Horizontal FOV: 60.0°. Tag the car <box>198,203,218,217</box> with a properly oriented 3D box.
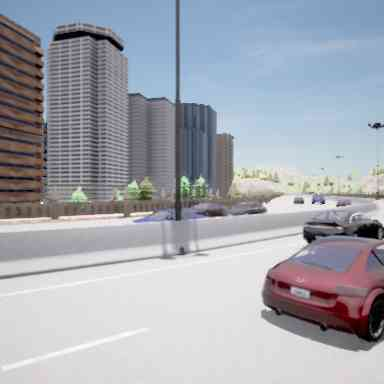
[{"bbox_3d":[1.364,1.633,29.031,2.033,1.411,5.357,0,0,42],"label":"car"}]

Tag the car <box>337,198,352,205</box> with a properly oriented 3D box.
[{"bbox_3d":[22.958,1.663,50.018,1.994,1.385,4.181,0,0,24],"label":"car"}]

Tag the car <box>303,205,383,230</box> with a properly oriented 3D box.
[{"bbox_3d":[6.548,1.521,14.158,4.902,1.511,2.128,0,0,-43],"label":"car"}]

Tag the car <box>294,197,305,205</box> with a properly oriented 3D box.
[{"bbox_3d":[20.843,1.624,64.603,1.882,1.535,5.008,0,0,16],"label":"car"}]

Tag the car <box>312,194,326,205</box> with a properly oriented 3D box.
[{"bbox_3d":[24.206,1.361,63.624,2.150,2.045,5.566,0,0,16],"label":"car"}]

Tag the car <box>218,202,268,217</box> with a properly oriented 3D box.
[{"bbox_3d":[4.522,1.579,27.427,1.837,1.490,4.892,0,0,41],"label":"car"}]

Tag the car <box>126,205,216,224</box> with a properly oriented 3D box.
[{"bbox_3d":[-1.219,1.580,16.773,4.674,1.442,1.812,0,0,-42],"label":"car"}]

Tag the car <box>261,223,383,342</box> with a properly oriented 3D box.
[{"bbox_3d":[3.286,1.578,6.604,4.181,1.385,1.994,0,0,-39],"label":"car"}]
